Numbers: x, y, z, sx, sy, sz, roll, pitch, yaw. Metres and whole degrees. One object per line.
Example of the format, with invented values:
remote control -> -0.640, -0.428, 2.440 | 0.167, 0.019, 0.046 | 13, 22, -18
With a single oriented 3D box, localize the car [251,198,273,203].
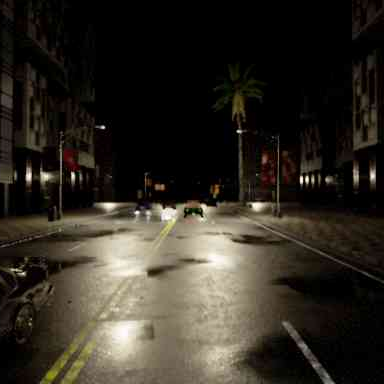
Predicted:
car -> 18.711, 2.398, 89.550 | 4.206, 1.307, 1.802 | 0, -1, -1

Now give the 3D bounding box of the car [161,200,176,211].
car -> -3.250, 1.871, 47.672 | 1.812, 1.442, 4.674 | 0, -1, 0

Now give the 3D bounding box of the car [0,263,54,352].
car -> -3.343, 1.567, 3.544 | 2.033, 1.411, 5.357 | 0, 0, 0

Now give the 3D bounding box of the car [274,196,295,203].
car -> 24.349, 2.112, 89.634 | 5.009, 1.841, 2.192 | 0, -1, -1

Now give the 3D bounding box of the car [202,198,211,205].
car -> 3.374, 2.174, 76.171 | 1.882, 1.535, 5.008 | 0, -1, 0

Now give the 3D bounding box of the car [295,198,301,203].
car -> 29.987, 2.348, 89.707 | 4.313, 1.339, 1.947 | 0, -1, -1

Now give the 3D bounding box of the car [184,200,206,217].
car -> 0.156, 1.827, 34.208 | 1.895, 1.301, 4.718 | 0, 0, 0

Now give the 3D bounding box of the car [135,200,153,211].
car -> -6.507, 1.851, 45.509 | 1.812, 1.442, 4.674 | 0, -1, 0

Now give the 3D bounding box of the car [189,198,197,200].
car -> 0.193, 1.797, 57.213 | 2.097, 1.767, 4.553 | 0, -1, 0

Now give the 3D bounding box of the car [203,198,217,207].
car -> 3.447, 1.987, 60.372 | 1.837, 1.490, 4.892 | 0, -1, 0
